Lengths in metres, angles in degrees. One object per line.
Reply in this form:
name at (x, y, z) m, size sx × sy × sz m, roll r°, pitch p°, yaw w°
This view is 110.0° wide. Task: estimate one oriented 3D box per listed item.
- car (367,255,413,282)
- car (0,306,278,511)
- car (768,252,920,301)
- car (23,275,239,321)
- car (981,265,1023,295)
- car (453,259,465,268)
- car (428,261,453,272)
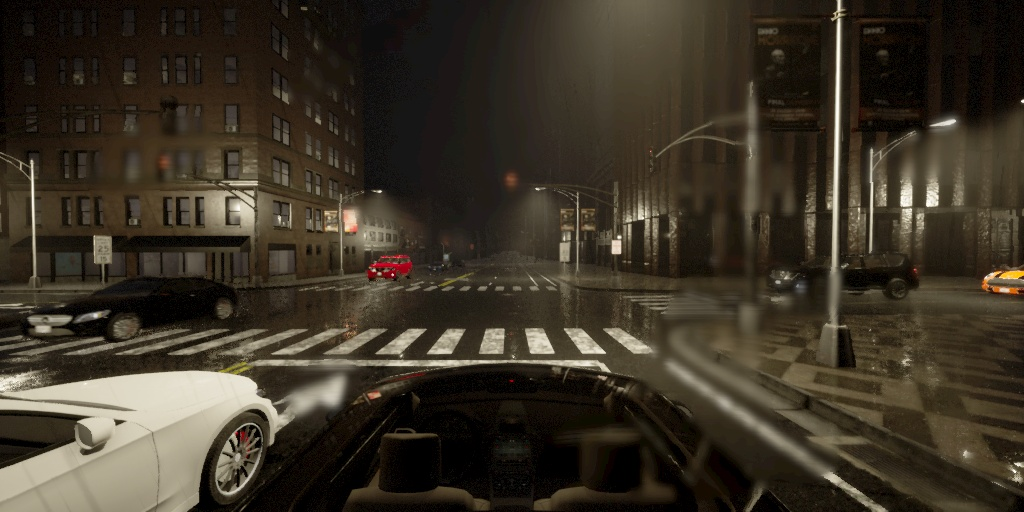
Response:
car at (-9.754, 0.974, 29.158) m, size 2.150 × 2.045 × 5.566 m, roll 0°, pitch 0°, yaw 0°
car at (-3.159, 1.276, 1.416) m, size 1.812 × 1.442 × 4.674 m, roll 0°, pitch 0°, yaw 2°
car at (14.873, 0.867, 16.234) m, size 5.566 × 2.045 × 2.150 m, roll 0°, pitch 1°, yaw 1°
car at (-9.823, 1.274, 9.849) m, size 1.812 × 1.442 × 4.674 m, roll 0°, pitch 0°, yaw 0°
car at (24.542, 0.960, 16.241) m, size 4.553 × 1.767 × 2.097 m, roll 0°, pitch 1°, yaw 0°
car at (-9.535, 1.297, 63.786) m, size 2.033 × 1.411 × 5.357 m, roll 0°, pitch 0°, yaw 0°
car at (-9.684, 1.302, 47.574) m, size 2.033 × 1.411 × 5.357 m, roll 0°, pitch 0°, yaw 0°
